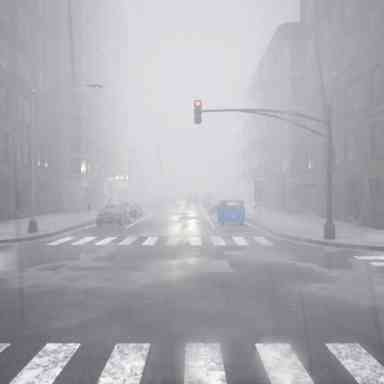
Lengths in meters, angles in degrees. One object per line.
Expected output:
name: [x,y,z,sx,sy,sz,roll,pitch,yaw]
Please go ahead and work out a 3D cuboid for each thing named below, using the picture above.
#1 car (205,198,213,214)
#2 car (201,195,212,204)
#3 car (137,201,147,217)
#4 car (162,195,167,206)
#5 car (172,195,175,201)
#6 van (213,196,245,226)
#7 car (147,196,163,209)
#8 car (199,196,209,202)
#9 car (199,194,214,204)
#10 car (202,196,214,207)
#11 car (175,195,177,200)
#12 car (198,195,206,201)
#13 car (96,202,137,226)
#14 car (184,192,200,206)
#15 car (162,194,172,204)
car: [2.645,1.580,34.508,1.802,1.307,4.206,0,0,0]
car: [2.652,1.422,62.915,1.967,1.590,4.097,0,0,0]
car: [-5.381,1.543,28.821,1.887,1.381,4.507,0,0,0]
car: [-5.375,1.556,51.549,1.947,1.339,4.313,0,0,0]
car: [-5.371,1.292,68.594,2.192,1.841,5.009,0,0,0]
van: [2.642,1.340,23.146,1.690,1.788,3.998,0,0,0]
car: [-5.377,1.519,45.697,1.752,1.417,4.829,0,0,0]
car: [2.655,1.524,74.278,2.008,1.369,4.403,0,0,0]
car: [2.650,1.305,51.553,2.192,1.841,5.009,0,0,0]
car: [2.648,1.576,45.871,1.802,1.307,4.206,0,0,0]
car: [-5.369,1.409,79.958,1.967,1.590,4.097,0,0,0]
car: [2.658,1.530,85.640,1.947,1.339,4.313,0,0,0]
car: [-5.383,1.549,23.139,2.008,1.369,4.403,0,0,0]
car: [0.117,1.208,56.463,2.150,2.045,5.566,0,0,0]
car: [-5.373,1.547,62.912,1.947,1.339,4.313,0,0,0]
